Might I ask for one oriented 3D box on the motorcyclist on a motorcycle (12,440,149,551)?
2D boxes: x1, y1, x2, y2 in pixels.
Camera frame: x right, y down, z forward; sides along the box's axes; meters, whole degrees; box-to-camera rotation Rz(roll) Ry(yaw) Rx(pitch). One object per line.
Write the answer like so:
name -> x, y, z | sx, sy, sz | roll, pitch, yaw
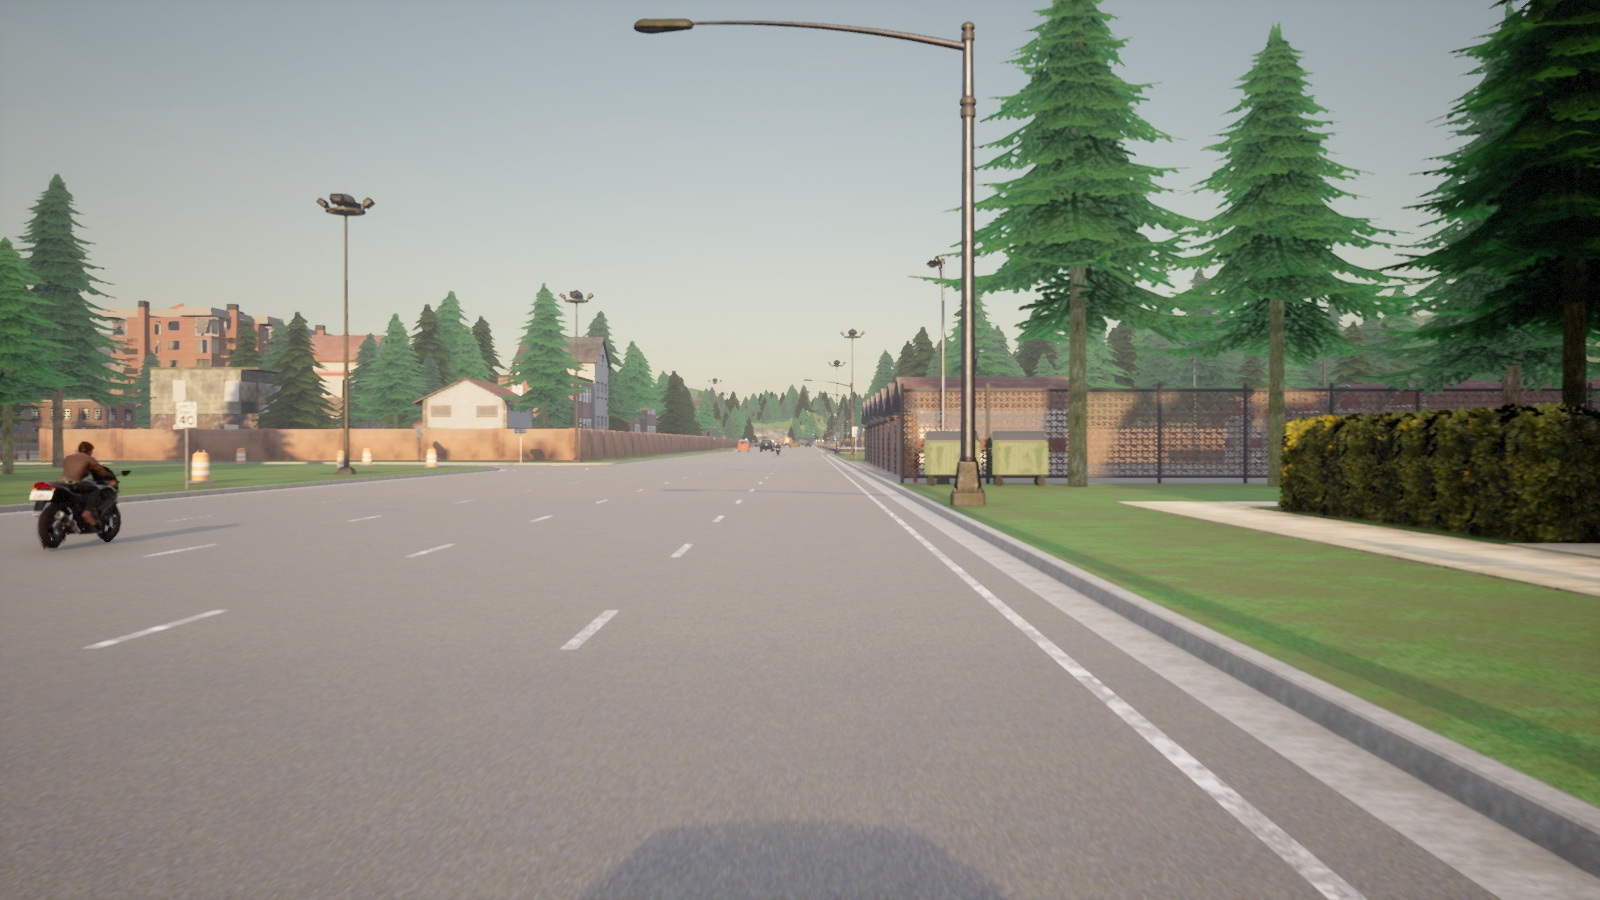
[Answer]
motorcyclist on a motorcycle -> -10.381, 0.617, 18.215 | 0.797, 1.523, 2.044 | 0, 0, 0
